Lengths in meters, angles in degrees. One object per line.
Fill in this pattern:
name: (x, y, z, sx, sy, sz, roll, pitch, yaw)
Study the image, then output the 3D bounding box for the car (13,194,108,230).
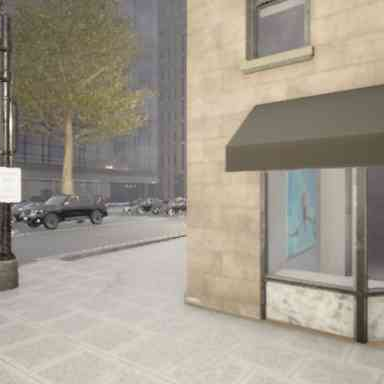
car: (-8.008, 1.159, 21.424, 2.150, 2.045, 5.566, 0, 1, 35)

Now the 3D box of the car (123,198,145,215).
car: (-4.514, 1.337, 32.004, 2.128, 1.511, 4.902, 0, 1, 35)

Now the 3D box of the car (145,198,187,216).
car: (-1.715, 1.350, 30.332, 1.837, 1.490, 4.892, 0, 1, 35)
